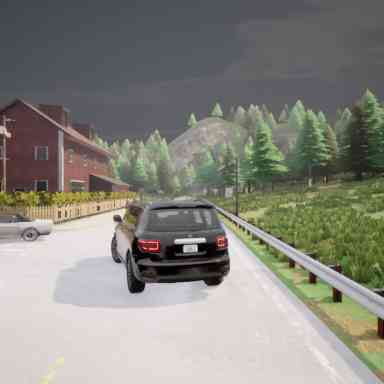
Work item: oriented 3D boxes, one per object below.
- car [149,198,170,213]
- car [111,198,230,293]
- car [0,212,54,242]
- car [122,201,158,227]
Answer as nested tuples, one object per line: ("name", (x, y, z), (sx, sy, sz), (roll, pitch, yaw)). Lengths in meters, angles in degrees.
("car", (-3.614, 1.503, 37.584), (1.837, 1.490, 4.892), (0, 0, 0))
("car", (-0.868, 1.221, 9.189), (2.150, 2.045, 5.566), (0, 0, -18))
("car", (-8.838, 1.601, 15.119), (4.718, 1.301, 1.895), (0, 0, -24))
("car", (-3.614, 1.504, 24.126), (1.837, 1.490, 4.892), (0, 0, 0))
